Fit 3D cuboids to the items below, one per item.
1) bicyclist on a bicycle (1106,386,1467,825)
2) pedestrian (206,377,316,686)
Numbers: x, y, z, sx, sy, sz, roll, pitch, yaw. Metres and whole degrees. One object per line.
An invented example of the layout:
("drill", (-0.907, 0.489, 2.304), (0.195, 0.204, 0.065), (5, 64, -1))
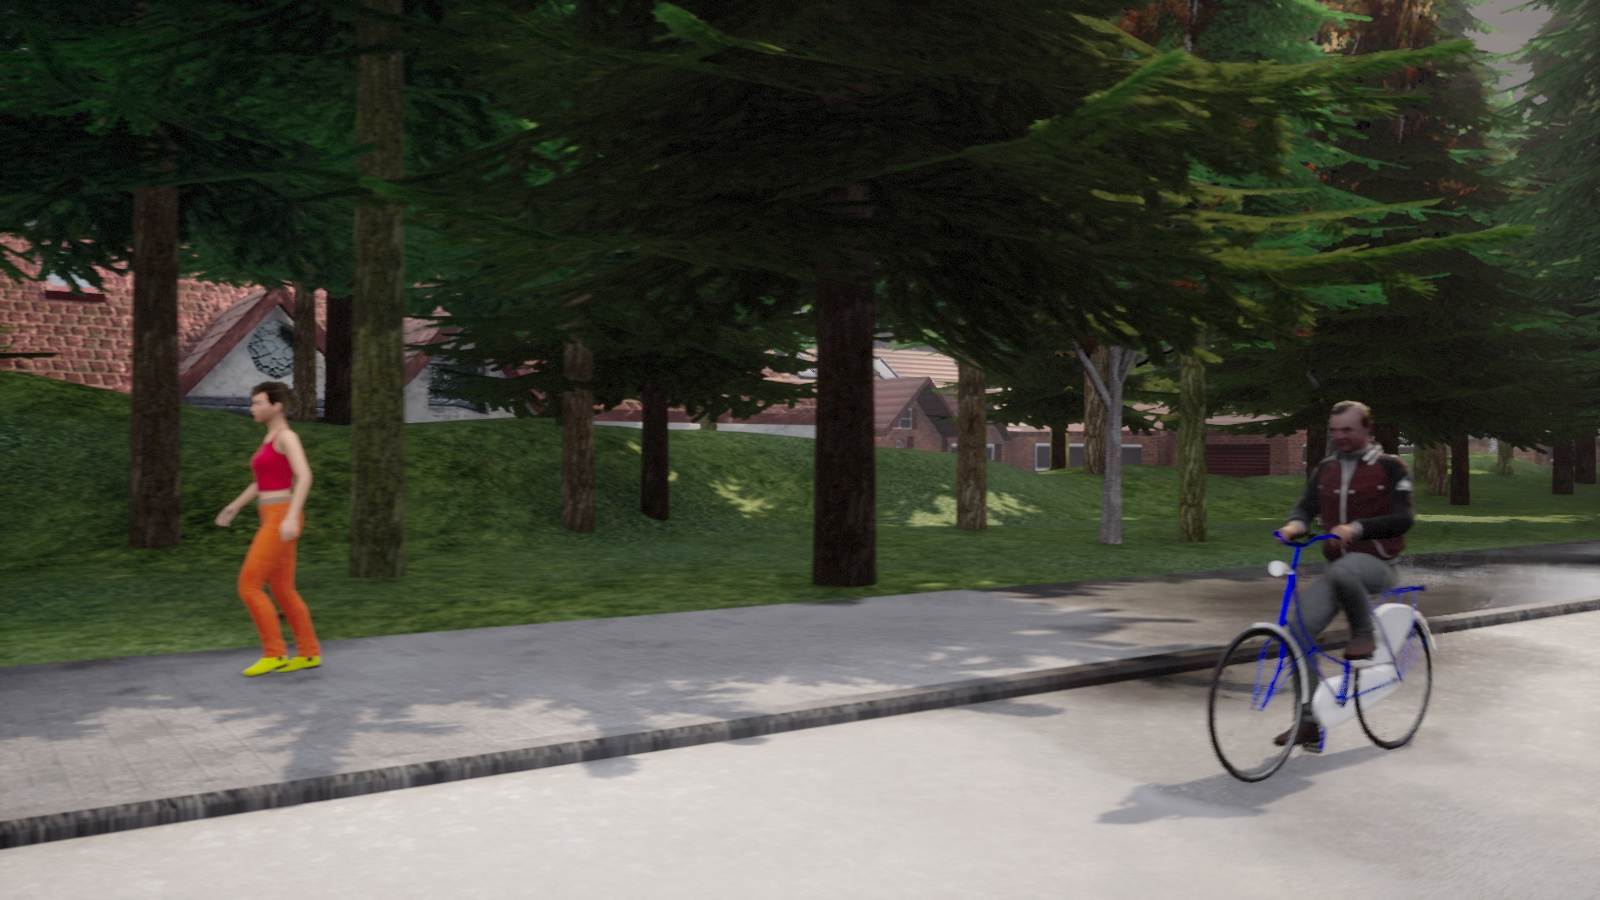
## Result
("bicyclist on a bicycle", (2.316, 0.632, 5.880), (1.843, 1.776, 0.659), (0, 0, -35))
("pedestrian", (-3.329, 0.483, 7.754), (0.594, 1.836, 0.345), (0, 0, -28))
